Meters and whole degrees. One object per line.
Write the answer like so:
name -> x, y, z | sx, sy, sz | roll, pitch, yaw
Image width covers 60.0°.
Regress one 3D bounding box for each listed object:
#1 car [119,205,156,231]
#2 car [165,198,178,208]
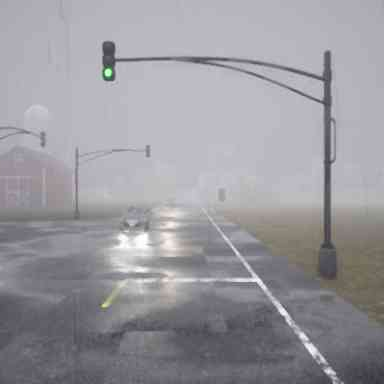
car -> -3.502, 1.640, 21.892 | 2.128, 1.511, 4.902 | 0, 0, 0
car -> -3.523, 1.788, 58.134 | 2.097, 1.767, 4.553 | 0, 0, 0
